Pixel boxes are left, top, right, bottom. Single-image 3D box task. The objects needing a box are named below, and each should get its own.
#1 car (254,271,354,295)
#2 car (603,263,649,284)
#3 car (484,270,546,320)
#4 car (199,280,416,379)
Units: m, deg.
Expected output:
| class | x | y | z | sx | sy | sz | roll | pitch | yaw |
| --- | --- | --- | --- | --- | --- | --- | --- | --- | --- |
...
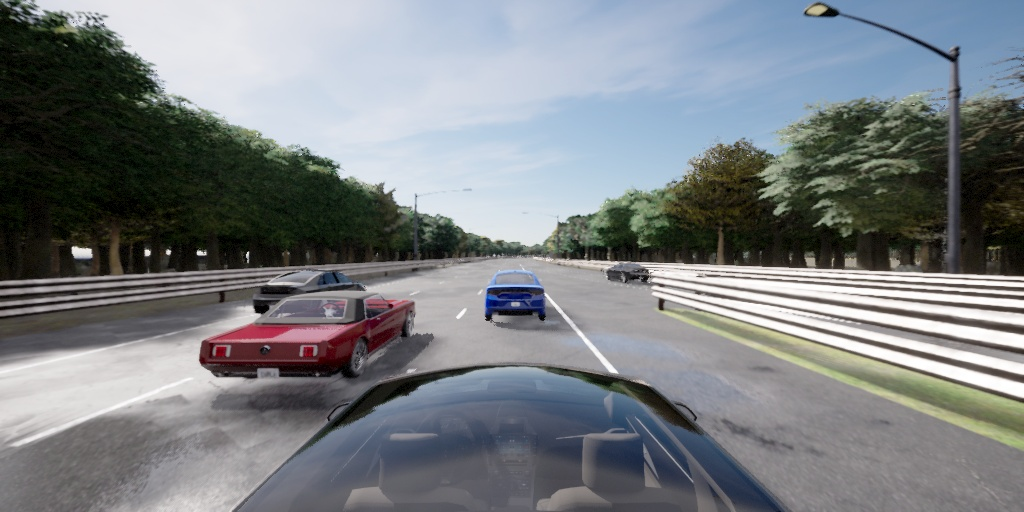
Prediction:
| class | x | y | z | sx | sy | sz | roll | pitch | yaw |
| --- | --- | --- | --- | --- | --- | --- | --- | --- | --- |
| car | -6.898 | 1.255 | 12.821 | 1.837 | 1.490 | 4.892 | 0 | 0 | 0 |
| car | 8.902 | 1.321 | 28.268 | 1.837 | 1.490 | 4.892 | 0 | 0 | -11 |
| car | 0.102 | 1.228 | 12.725 | 1.882 | 1.535 | 5.008 | 0 | 0 | 0 |
| car | -3.398 | 1.351 | 7.230 | 1.895 | 1.301 | 4.718 | 0 | 0 | 0 |
